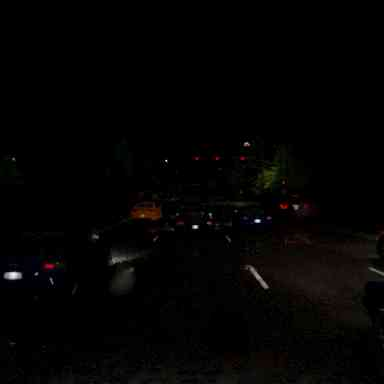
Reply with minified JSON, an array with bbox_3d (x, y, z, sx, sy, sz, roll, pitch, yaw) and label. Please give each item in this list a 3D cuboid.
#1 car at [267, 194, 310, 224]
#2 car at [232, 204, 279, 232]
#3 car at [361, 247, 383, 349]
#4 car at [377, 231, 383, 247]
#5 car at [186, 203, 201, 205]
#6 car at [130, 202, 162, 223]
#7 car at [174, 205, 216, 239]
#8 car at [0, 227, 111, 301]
[{"bbox_3d":[7.094,1.215,25.302,2.150,2.045,5.566,0,-1,0],"label":"car"},{"bbox_3d":[3.595,1.564,20.225,1.994,1.385,4.181,0,0,0],"label":"car"},{"bbox_3d":[3.598,1.601,3.125,1.895,1.301,4.718,0,0,0],"label":"car"},{"bbox_3d":[7.094,1.357,9.047,2.097,1.767,4.553,0,0,1],"label":"car"},{"bbox_3d":[0.094,1.564,25.658,1.994,1.385,4.181,0,0,0],"label":"car"},{"bbox_3d":[-3.406,1.478,25.280,1.882,1.535,5.008,0,0,0],"label":"car"},{"bbox_3d":[0.110,1.564,17.212,1.994,1.385,4.181,0,0,-1],"label":"car"},{"bbox_3d":[-3.403,1.563,8.339,1.994,1.385,4.181,0,0,0],"label":"car"}]
